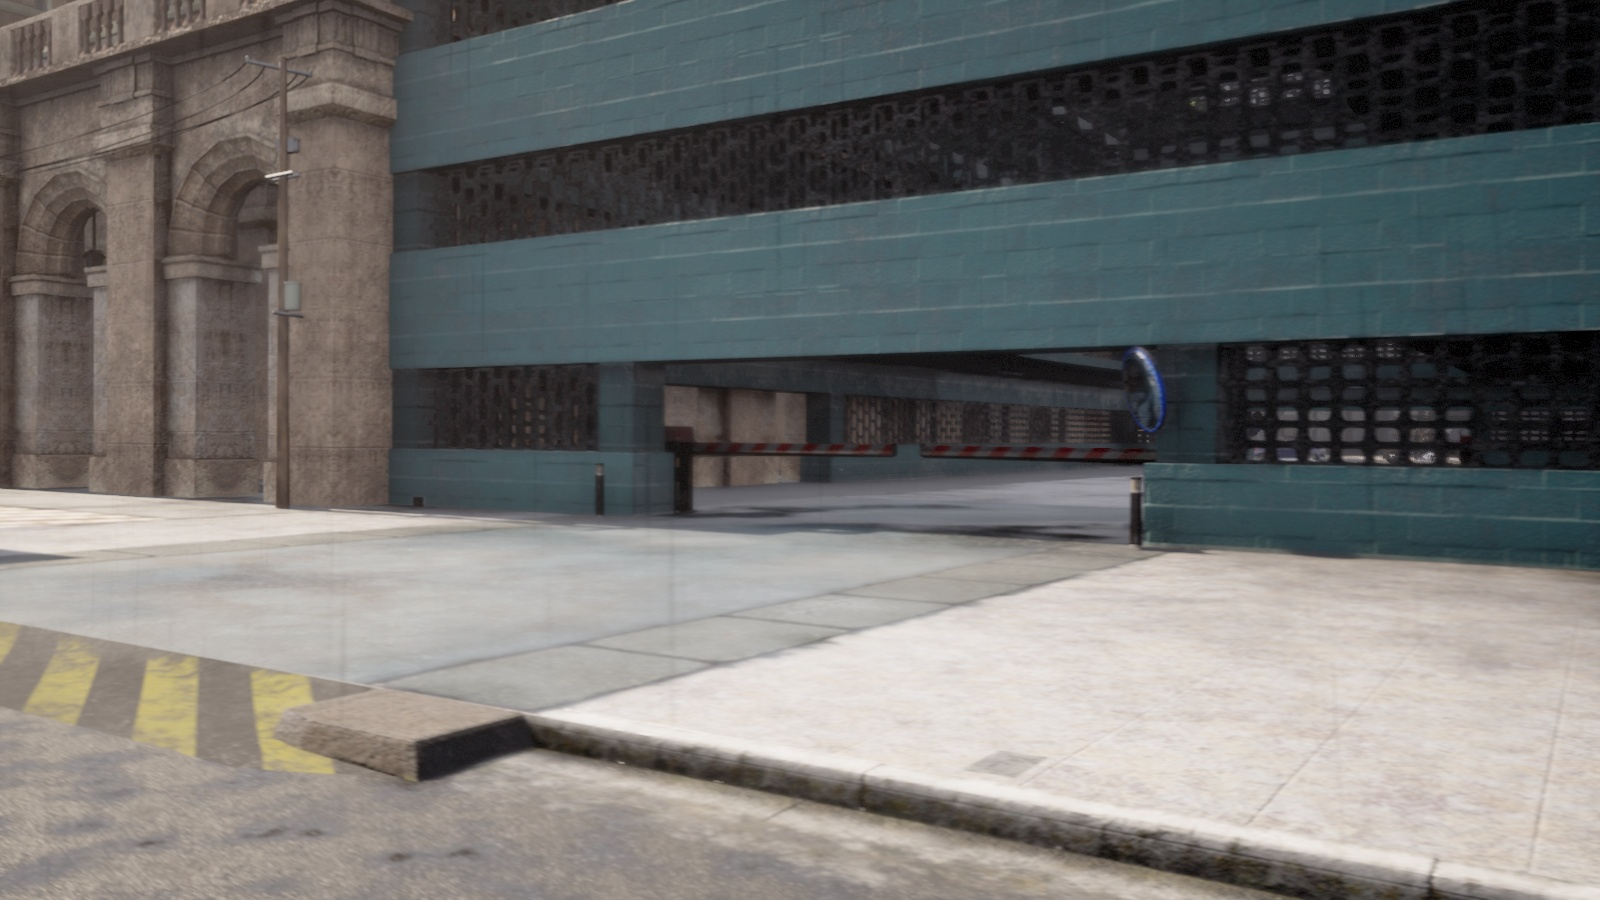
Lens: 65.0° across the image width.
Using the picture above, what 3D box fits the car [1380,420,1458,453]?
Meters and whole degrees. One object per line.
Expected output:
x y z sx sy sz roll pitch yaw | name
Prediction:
35.967 -0.783 72.957 3.866 1.878 1.905 0 1 33 | car

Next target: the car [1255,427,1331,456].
27.486 -0.474 70.063 3.705 1.549 1.789 0 1 31 | car
